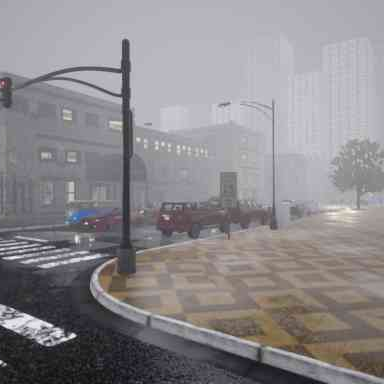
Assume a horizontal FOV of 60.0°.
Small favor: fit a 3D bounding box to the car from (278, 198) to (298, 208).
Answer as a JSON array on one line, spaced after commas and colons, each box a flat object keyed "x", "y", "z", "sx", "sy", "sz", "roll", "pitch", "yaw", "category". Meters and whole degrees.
[{"x": 15.628, "y": 1.742, "z": 54.003, "sx": 1.752, "sy": 1.417, "sz": 4.829, "roll": -1, "pitch": -1, "yaw": 35, "category": "car"}]

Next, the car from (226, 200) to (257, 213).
[{"x": 6.140, "y": 1.701, "z": 40.624, "sx": 2.008, "sy": 1.369, "sz": 4.403, "roll": -1, "pitch": -1, "yaw": 35, "category": "car"}]

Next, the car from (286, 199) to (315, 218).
[{"x": 9.783, "y": 1.657, "z": 31.273, "sx": 1.947, "sy": 1.339, "sz": 4.313, "roll": -1, "pitch": -1, "yaw": 35, "category": "car"}]

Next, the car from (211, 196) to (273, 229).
[{"x": 3.390, "y": 1.367, "z": 22.263, "sx": 2.192, "sy": 1.841, "sz": 5.009, "roll": -1, "pitch": -1, "yaw": 35, "category": "car"}]

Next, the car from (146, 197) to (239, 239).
[{"x": 0.195, "y": 1.349, "z": 17.757, "sx": 2.192, "sy": 1.841, "sz": 5.009, "roll": -1, "pitch": -1, "yaw": 35, "category": "car"}]

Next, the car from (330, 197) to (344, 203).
[{"x": 34.899, "y": 1.915, "z": 81.179, "sx": 2.008, "sy": 1.369, "sz": 4.403, "roll": -1, "pitch": -1, "yaw": 35, "category": "car"}]

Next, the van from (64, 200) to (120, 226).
[{"x": -6.642, "y": 1.413, "z": 22.602, "sx": 1.690, "sy": 1.788, "sz": 3.998, "roll": -1, "pitch": 0, "yaw": 35, "category": "van"}]

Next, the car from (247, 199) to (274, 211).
[{"x": 9.336, "y": 1.722, "z": 45.130, "sx": 2.008, "sy": 1.369, "sz": 4.403, "roll": -1, "pitch": -1, "yaw": 35, "category": "car"}]

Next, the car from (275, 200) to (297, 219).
[{"x": 6.587, "y": 1.616, "z": 26.767, "sx": 1.887, "sy": 1.381, "sz": 4.507, "roll": -1, "pitch": -1, "yaw": 35, "category": "car"}]

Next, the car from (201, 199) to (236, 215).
[{"x": 2.945, "y": 1.569, "z": 36.120, "sx": 1.967, "sy": 1.590, "sz": 4.097, "roll": -1, "pitch": -1, "yaw": 35, "category": "car"}]

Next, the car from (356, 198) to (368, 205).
[{"x": 32.151, "y": 1.801, "z": 62.815, "sx": 2.008, "sy": 1.369, "sz": 4.403, "roll": -1, "pitch": -1, "yaw": 35, "category": "car"}]

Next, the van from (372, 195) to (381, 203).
[{"x": 44.931, "y": 1.694, "z": 80.842, "sx": 1.690, "sy": 1.788, "sz": 3.998, "roll": -1, "pitch": -1, "yaw": 35, "category": "van"}]

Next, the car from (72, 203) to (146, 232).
[{"x": -4.889, "y": 1.623, "z": 20.597, "sx": 1.994, "sy": 1.385, "sz": 4.181, "roll": 0, "pitch": 0, "yaw": 35, "category": "car"}]

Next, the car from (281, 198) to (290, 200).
[{"x": 12.733, "y": 1.693, "z": 45.339, "sx": 1.812, "sy": 1.442, "sz": 4.674, "roll": 0, "pitch": -1, "yaw": 36, "category": "car"}]
